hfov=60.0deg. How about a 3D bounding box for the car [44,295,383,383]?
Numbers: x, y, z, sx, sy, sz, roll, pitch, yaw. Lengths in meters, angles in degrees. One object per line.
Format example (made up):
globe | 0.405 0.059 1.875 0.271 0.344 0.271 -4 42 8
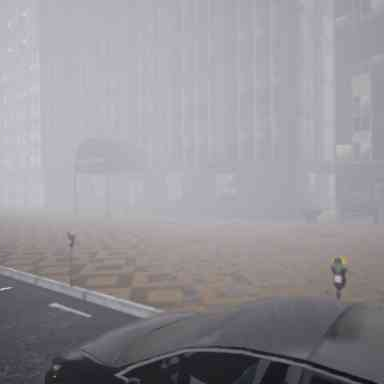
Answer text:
car | 0.632 1.547 2.522 4.313 1.339 1.947 -1 1 38
